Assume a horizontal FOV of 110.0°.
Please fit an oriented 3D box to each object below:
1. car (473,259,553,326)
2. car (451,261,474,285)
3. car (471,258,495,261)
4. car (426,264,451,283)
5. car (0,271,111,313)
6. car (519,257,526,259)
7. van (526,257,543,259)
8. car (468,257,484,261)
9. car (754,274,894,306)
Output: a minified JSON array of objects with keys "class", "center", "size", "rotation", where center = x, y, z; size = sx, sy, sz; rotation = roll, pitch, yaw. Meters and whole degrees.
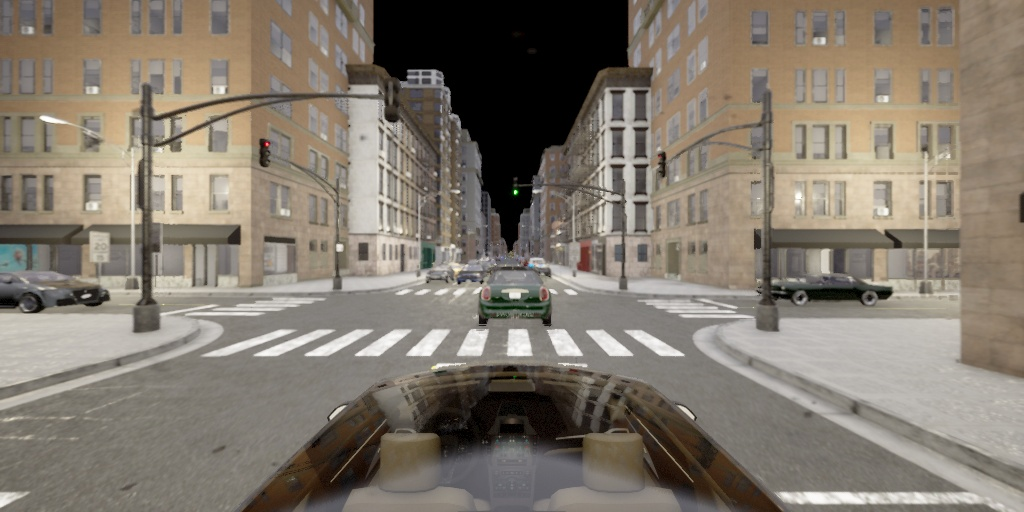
[{"class":"car","center":[0.094,1.105,11.856],"size":[2.097,1.767,4.553],"rotation":[0,0,0]},{"class":"car","center":[-2.867,1.307,26.672],"size":[2.033,1.411,5.357],"rotation":[0,0,1]},{"class":"car","center":[-2.845,1.268,36.970],"size":[1.837,1.490,4.892],"rotation":[0,0,0]},{"class":"car","center":[-5.385,1.310,27.403],"size":[2.007,1.370,4.403],"rotation":[0,0,0]},{"class":"car","center":[-17.141,1.229,12.765],"size":[4.181,1.385,1.994],"rotation":[0,0,0]},{"class":"car","center":[2.656,1.084,54.434],"size":[2.192,1.841,5.009],"rotation":[0,0,0]},{"class":"van","center":[2.648,1.104,38.215],"size":[1.690,1.789,3.998],"rotation":[0,0,0]},{"class":"car","center":[-5.400,1.207,49.028],"size":[1.967,1.591,4.097],"rotation":[0,0,0]},{"class":"car","center":[13.500,1.439,15.758],"size":[4.718,1.301,1.895],"rotation":[0,0,0]}]
